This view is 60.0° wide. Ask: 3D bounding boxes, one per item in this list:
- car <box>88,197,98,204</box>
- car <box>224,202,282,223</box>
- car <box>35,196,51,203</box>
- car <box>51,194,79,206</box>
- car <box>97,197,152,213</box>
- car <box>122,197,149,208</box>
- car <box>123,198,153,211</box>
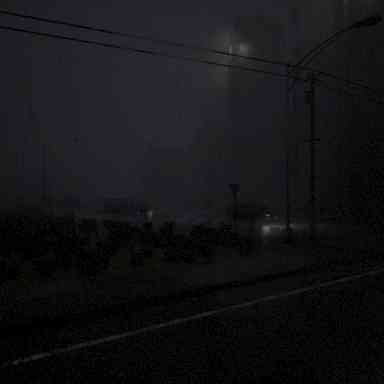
[{"bbox_3d":[-19.097,1.601,65.889,1.895,1.301,4.718,0,0,-34],"label":"car"},{"bbox_3d":[4.432,1.504,24.832,1.837,1.490,4.892,0,0,-34],"label":"car"},{"bbox_3d":[-28.314,1.506,64.907,4.193,1.474,1.816,0,0,-34],"label":"car"},{"bbox_3d":[-20.309,1.313,54.043,3.866,1.878,1.905,0,0,-34],"label":"car"},{"bbox_3d":[-6.783,1.480,33.969,4.611,1.667,2.242,0,0,-34],"label":"car"},{"bbox_3d":[-8.748,1.547,50.719,2.033,1.411,5.357,0,0,-34],"label":"car"},{"bbox_3d":[-6.766,1.504,41.270,1.837,1.490,4.892,0,0,-34],"label":"car"}]
